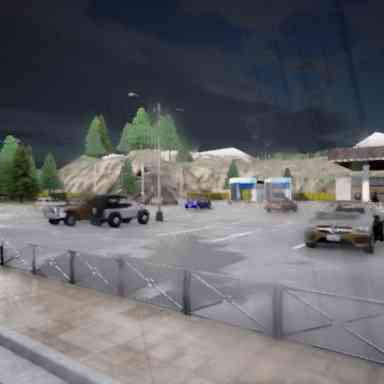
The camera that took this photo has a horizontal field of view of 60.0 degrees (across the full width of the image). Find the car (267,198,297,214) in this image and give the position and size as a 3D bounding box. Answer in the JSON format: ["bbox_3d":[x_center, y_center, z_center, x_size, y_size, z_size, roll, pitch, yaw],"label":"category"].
[{"bbox_3d":[8.896,1.313,32.850,2.007,1.523,4.514,0,0,35],"label":"car"}]

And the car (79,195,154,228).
[{"bbox_3d":[-4.442,1.092,20.137,1.905,1.878,3.866,0,0,35],"label":"car"}]

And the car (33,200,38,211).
[{"bbox_3d":[-15.361,1.398,36.703,1.970,1.475,3.806,0,0,35],"label":"car"}]

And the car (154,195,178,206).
[{"bbox_3d":[-4.402,1.345,51.813,2.152,1.636,5.027,0,0,35],"label":"car"}]

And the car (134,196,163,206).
[{"bbox_3d":[-6.987,1.354,53.592,2.007,1.523,4.514,0,0,35],"label":"car"}]

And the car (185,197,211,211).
[{"bbox_3d":[0.785,1.334,38.687,1.845,1.501,3.633,0,0,35],"label":"car"}]

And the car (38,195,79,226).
[{"bbox_3d":[-7.047,1.112,21.489,1.932,1.855,4.605,0,0,35],"label":"car"}]

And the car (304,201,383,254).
[{"bbox_3d":[5.975,1.169,12.708,2.152,1.636,5.027,0,0,35],"label":"car"}]
